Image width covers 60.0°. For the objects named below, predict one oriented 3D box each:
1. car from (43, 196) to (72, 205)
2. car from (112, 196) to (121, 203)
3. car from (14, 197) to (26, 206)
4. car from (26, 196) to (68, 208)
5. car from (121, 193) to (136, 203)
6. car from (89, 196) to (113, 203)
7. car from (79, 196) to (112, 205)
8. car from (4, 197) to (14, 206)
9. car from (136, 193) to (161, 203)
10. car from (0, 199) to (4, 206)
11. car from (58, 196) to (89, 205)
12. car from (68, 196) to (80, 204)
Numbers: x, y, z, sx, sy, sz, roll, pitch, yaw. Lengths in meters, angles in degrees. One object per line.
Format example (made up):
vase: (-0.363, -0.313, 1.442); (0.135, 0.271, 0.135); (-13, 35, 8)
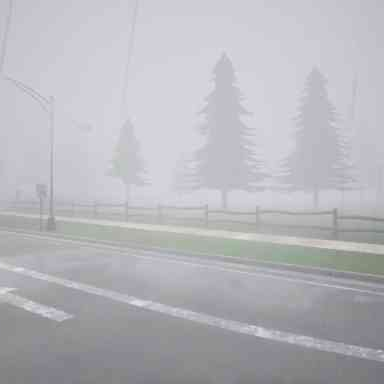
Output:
car: (-24.662, 1.526, 61.224); (1.812, 1.442, 4.674); (0, 0, 35)
car: (-15.469, 1.552, 68.126); (1.994, 1.385, 4.181); (0, 0, 35)
car: (-23.753, 1.601, 50.415); (1.895, 1.301, 4.718); (0, 0, 35)
car: (-20.963, 1.352, 48.305); (2.097, 1.767, 4.553); (0, 0, 35)
car: (-11.221, 1.219, 68.100); (2.150, 2.045, 5.566); (0, 0, 35)
car: (-18.880, 1.595, 69.358); (1.895, 1.301, 4.718); (0, 0, 35)
car: (-15.990, 1.564, 55.375); (1.994, 1.385, 4.181); (0, 0, 35)
car: (-26.501, 1.526, 52.590); (1.812, 1.442, 4.674); (0, 0, 35)
car: (-8.309, 1.351, 66.204); (2.097, 1.767, 4.553); (0, 0, 36)
car: (-29.691, 1.564, 54.141); (1.994, 1.385, 4.181); (0, 0, 34)
car: (-21.263, 1.491, 60.010); (2.128, 1.511, 4.902); (0, 0, 35)
car: (-18.621, 1.526, 57.694); (1.812, 1.442, 4.674); (0, 0, 35)
